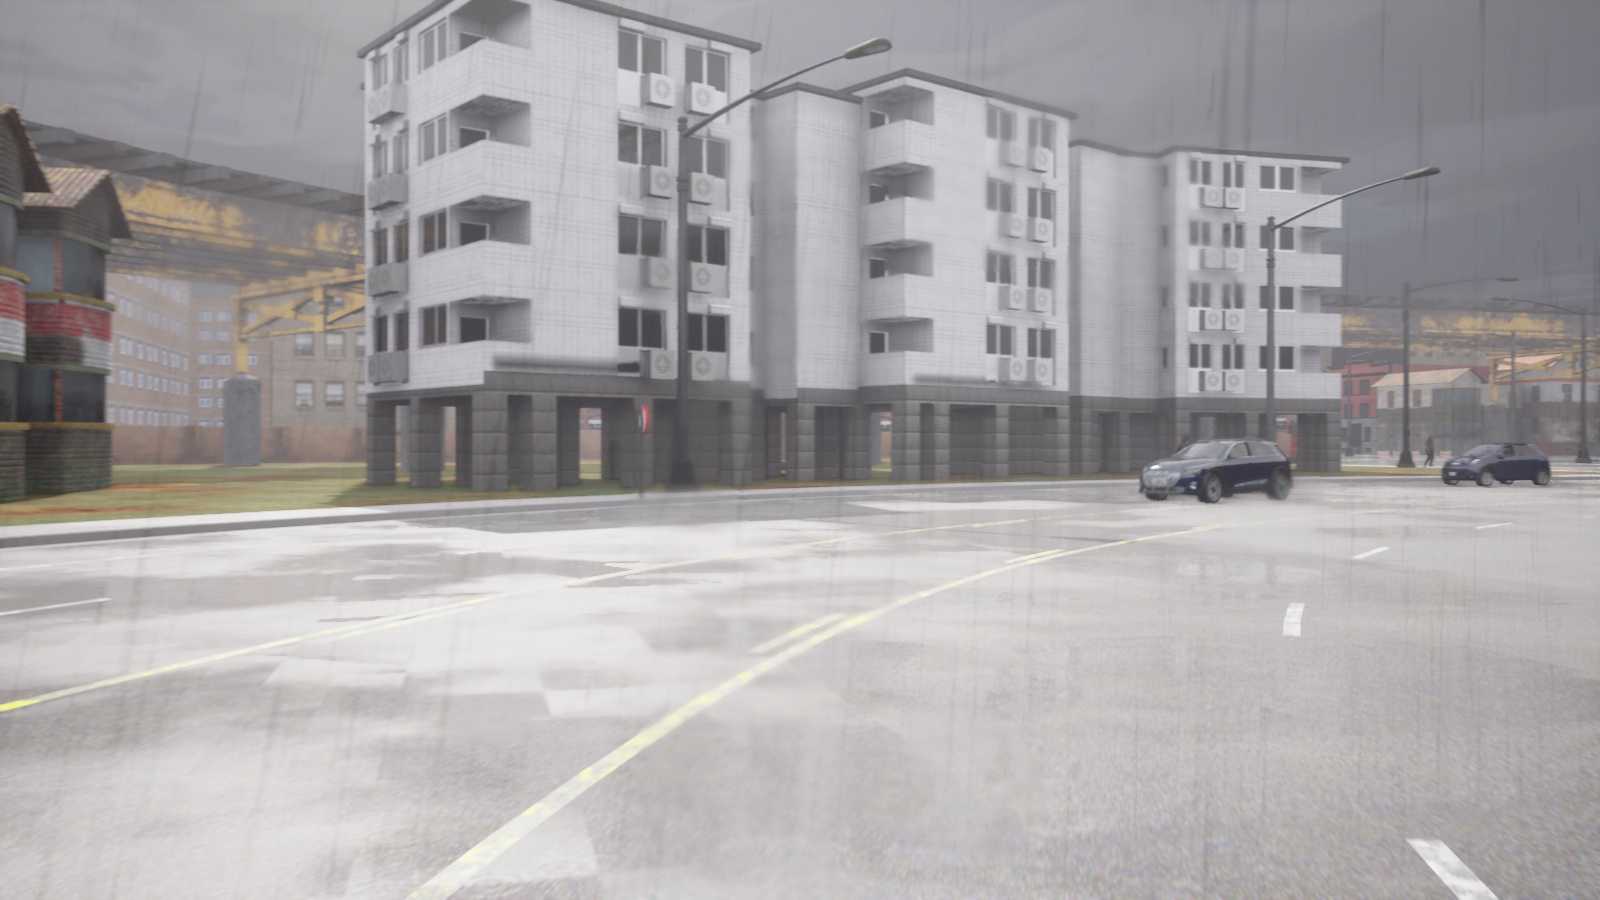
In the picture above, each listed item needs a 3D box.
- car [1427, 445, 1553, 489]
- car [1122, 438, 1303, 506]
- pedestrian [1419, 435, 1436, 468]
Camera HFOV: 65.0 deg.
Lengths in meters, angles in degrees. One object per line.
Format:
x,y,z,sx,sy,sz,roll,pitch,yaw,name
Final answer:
23.965,0.564,43.666,3.633,1.501,1.845,0,0,-18,car
10.751,0.515,32.592,4.856,1.649,2.033,0,0,-36,car
34.778,0.079,69.609,0.540,1.848,0.694,0,0,-17,pedestrian
